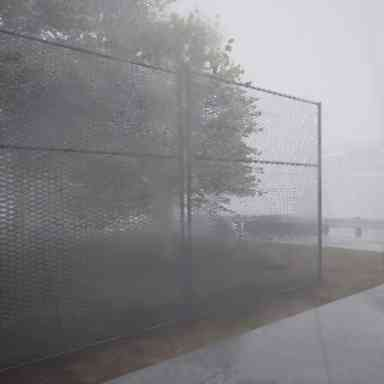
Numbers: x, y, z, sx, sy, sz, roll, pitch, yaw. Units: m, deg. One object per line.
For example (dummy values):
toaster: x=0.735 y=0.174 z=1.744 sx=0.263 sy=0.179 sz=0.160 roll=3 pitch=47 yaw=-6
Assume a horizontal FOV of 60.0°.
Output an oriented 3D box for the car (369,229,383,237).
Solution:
car: x=21.718 y=4.213 z=37.211 sx=2.097 sy=1.535 sz=5.008 roll=0 pitch=0 yaw=36

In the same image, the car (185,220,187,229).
car: x=0.339 y=4.389 z=38.613 sx=2.185 sy=1.767 sz=4.553 roll=-1 pitch=1 yaw=36

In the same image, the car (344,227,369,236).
car: x=20.089 y=4.242 z=39.690 sx=2.163 sy=1.488 sz=4.792 roll=0 pitch=0 yaw=36

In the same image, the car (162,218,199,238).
car: x=-1.303 y=4.386 z=41.170 sx=2.185 sy=1.767 sz=4.553 roll=0 pitch=1 yaw=36

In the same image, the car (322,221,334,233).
car: x=5.195 y=1.898 z=18.855 sx=1.895 sy=1.301 sz=4.718 roll=-1 pitch=-3 yaw=-34
